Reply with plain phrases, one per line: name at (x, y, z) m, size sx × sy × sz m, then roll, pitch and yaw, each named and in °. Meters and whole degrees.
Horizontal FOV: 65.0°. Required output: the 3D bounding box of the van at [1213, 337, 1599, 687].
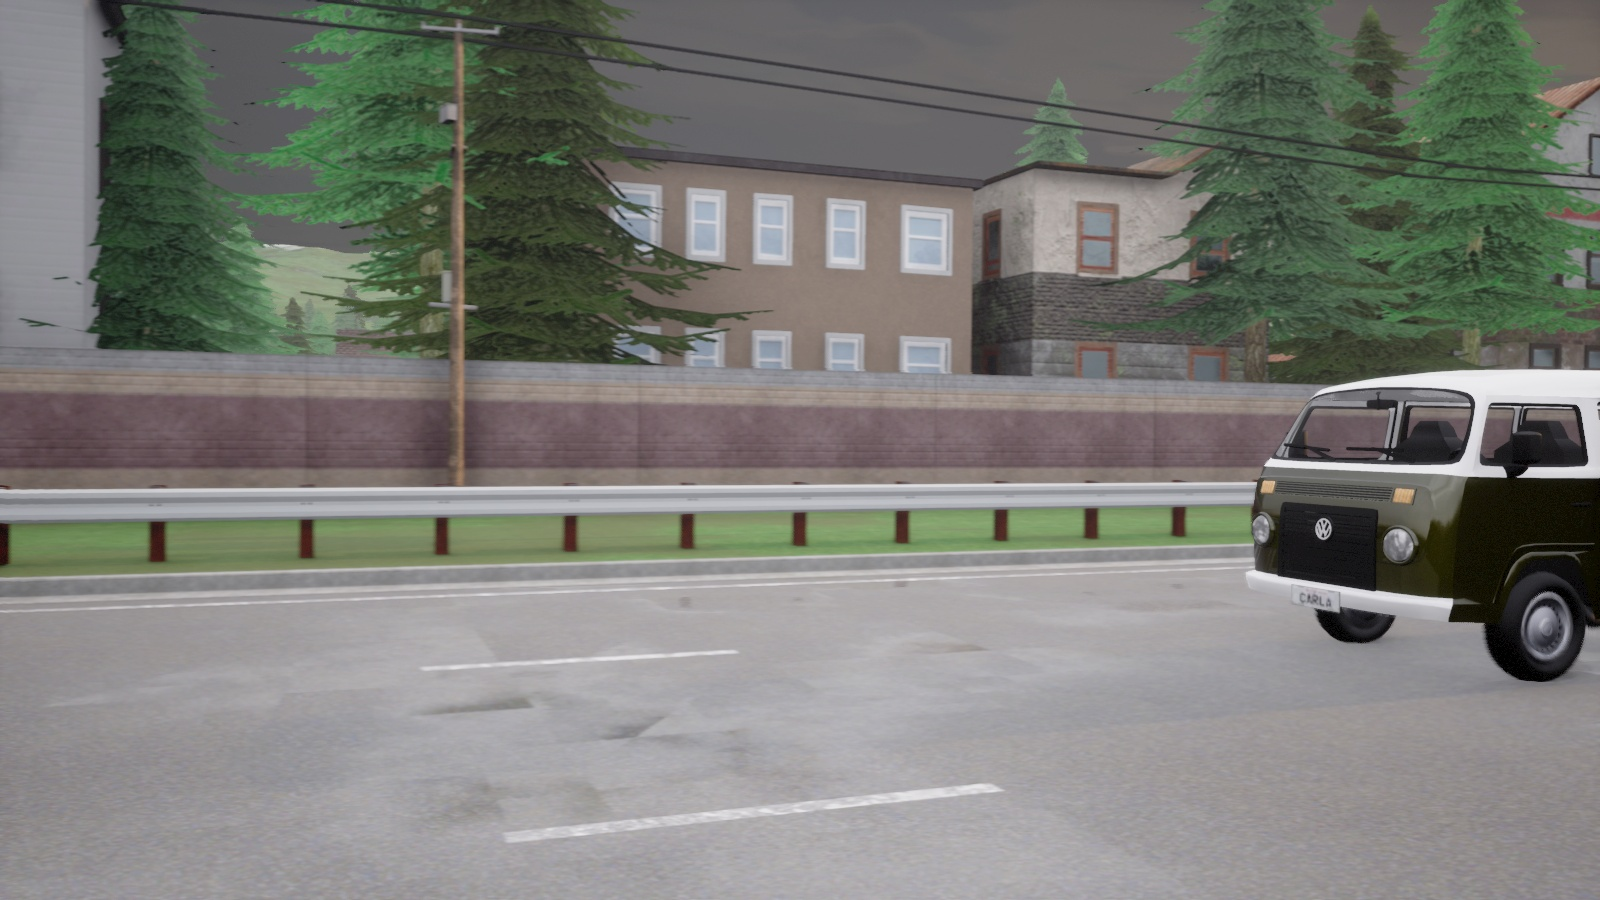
van at (5.506, 0.314, 9.069) m, size 4.480 × 2.038 × 2.069 m, roll -1°, pitch 1°, yaw -21°
